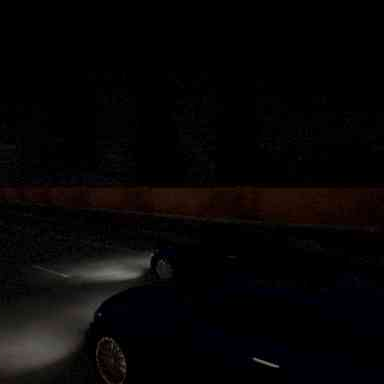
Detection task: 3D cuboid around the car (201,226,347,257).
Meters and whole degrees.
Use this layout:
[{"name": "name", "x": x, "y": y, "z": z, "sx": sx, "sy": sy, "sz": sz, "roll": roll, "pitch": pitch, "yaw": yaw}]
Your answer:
[{"name": "car", "x": 1.136, "y": 1.507, "z": 7.647, "sx": 4.674, "sy": 1.442, "sz": 1.812, "roll": 1, "pitch": 0, "yaw": 37}]

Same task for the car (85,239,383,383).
[{"name": "car", "x": 0.875, "y": 1.521, "z": 3.482, "sx": 4.674, "sy": 1.442, "sz": 1.812, "roll": 1, "pitch": 0, "yaw": 36}]
